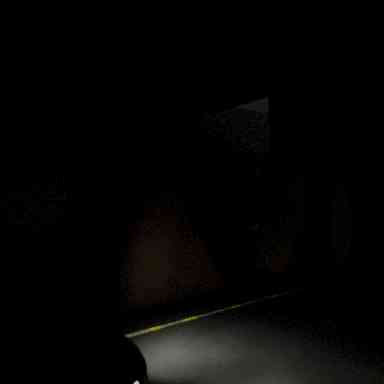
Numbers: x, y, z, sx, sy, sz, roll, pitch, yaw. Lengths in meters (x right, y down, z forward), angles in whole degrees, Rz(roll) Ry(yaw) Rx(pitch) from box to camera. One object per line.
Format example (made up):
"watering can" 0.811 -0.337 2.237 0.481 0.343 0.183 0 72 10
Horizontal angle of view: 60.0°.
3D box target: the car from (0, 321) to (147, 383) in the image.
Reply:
"car" -2.485 1.528 1.973 4.674 1.442 1.812 0 0 -36
